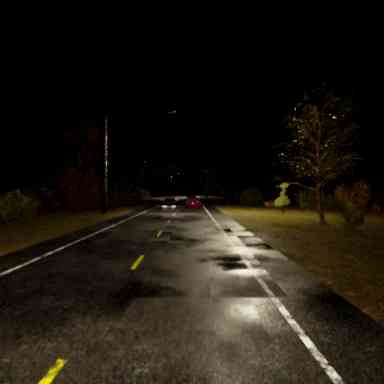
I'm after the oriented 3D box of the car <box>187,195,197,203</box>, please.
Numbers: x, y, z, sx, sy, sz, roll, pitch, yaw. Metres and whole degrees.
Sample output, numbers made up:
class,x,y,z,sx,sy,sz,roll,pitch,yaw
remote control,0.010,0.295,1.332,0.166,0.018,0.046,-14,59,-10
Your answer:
class,x,y,z,sx,sy,sz,roll,pitch,yaw
car,0.028,1.398,67.330,1.837,1.490,4.892,0,1,0

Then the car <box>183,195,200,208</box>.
class,x,y,z,sx,sy,sz,roll,pitch,yaw
car,0.099,1.503,46.917,1.994,1.385,4.181,0,0,0

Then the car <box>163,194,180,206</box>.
class,x,y,z,sx,sy,sz,roll,pitch,yaw
car,-3.559,1.471,53.442,2.033,1.411,5.357,0,0,1
